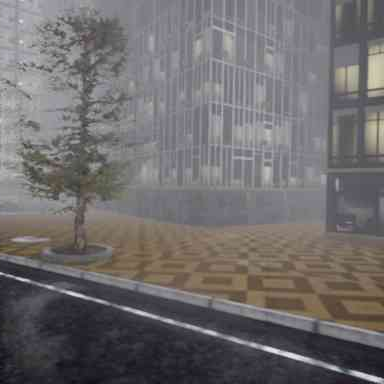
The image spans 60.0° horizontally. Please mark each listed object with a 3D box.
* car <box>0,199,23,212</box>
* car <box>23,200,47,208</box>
[{"bbox_3d":[-27.267,1.926,47.165,5.009,1.841,2.192,0,1,-35],"label":"car"},{"bbox_3d":[-27.061,2.035,56.873,4.403,1.369,2.008,0,1,-35],"label":"car"}]
